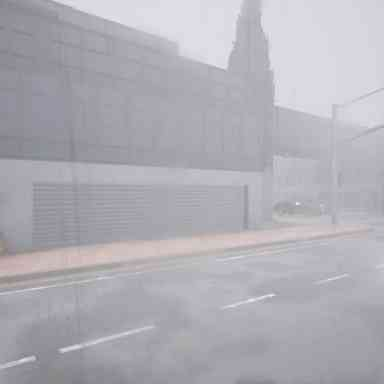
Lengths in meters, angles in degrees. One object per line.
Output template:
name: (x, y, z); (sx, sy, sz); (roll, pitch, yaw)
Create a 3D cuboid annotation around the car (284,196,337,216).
car: (11.825, 1.352, 33.450); (2.097, 1.767, 4.553); (0, 0, -37)

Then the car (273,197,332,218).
car: (9.736, 1.491, 30.393); (2.128, 1.511, 4.902); (0, 0, -37)
